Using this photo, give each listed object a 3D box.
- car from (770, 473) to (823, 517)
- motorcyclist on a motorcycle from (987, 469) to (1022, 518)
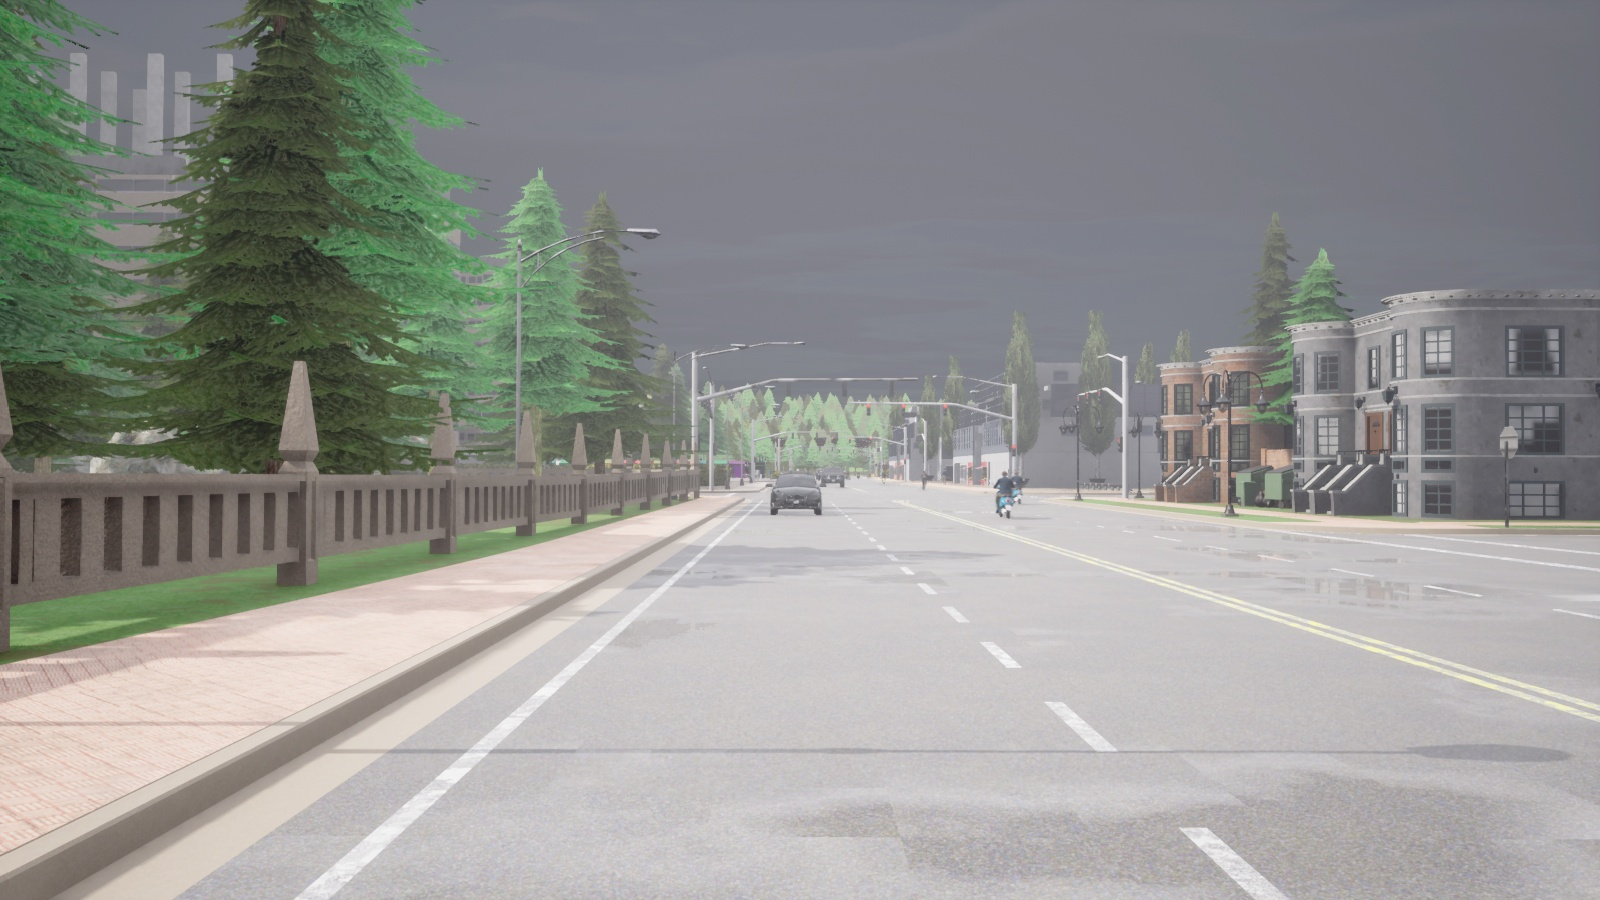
[{"bbox_3d":[-0.127,1.582,45.500,1.837,1.490,4.892,0,-1,0],"label":"car"},{"bbox_3d":[6.881,1.450,42.339,0.866,1.590,1.817,0,-1,0],"label":"motorcyclist on a motorcycle"}]
